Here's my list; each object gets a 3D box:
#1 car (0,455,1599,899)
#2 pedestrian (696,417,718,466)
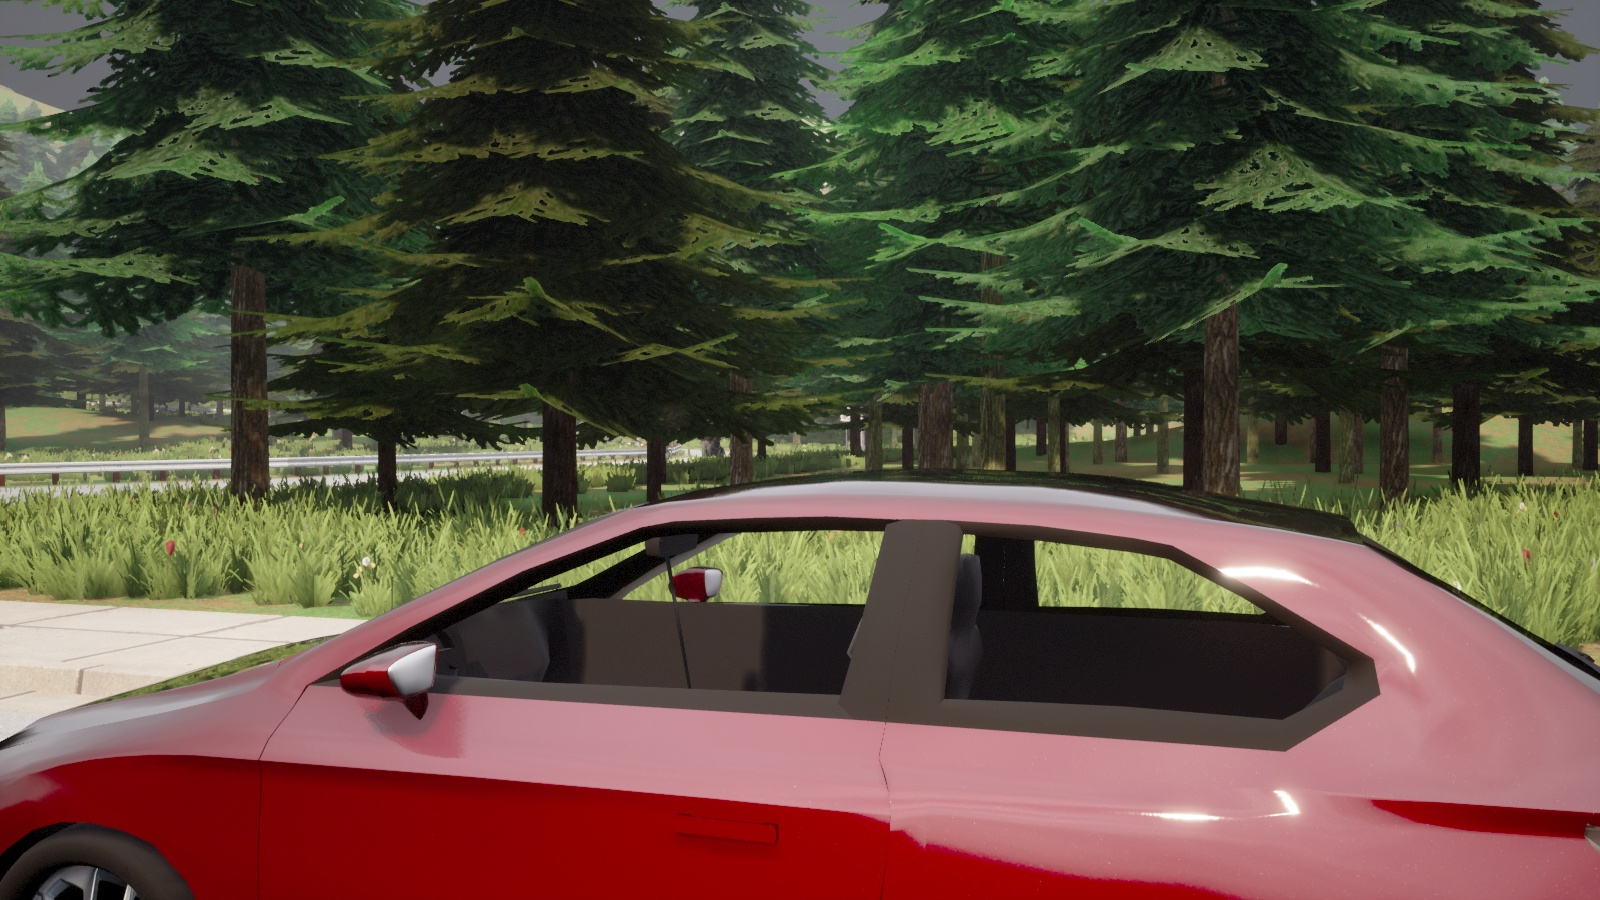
[{"bbox_3d":[-0.113,0.788,3.231,4.193,1.474,1.816,1,1,19],"label":"car"},{"bbox_3d":[-3.656,-0.343,49.419,0.563,1.883,0.849,1,1,18],"label":"pedestrian"}]
